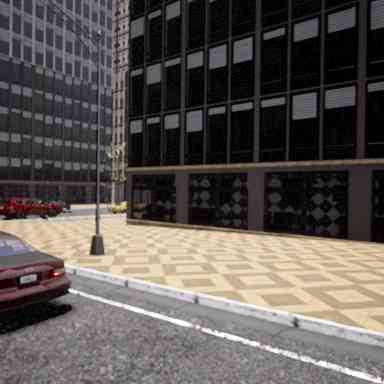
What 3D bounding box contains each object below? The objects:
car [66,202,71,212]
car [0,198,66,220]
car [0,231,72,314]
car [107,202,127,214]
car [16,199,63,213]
[{"bbox_3d":[-16.067,1.629,37.378,1.837,1.490,4.892,1,0,37],"label":"car"},{"bbox_3d":[-14.452,1.493,29.854,2.192,1.841,5.009,1,0,37],"label":"car"},{"bbox_3d":[-4.858,1.536,7.170,5.357,1.411,2.033,0,0,35],"label":"car"},{"bbox_3d":[-7.627,1.804,39.045,1.752,1.417,4.829,1,0,37],"label":"car"},{"bbox_3d":[-17.922,1.609,39.239,1.752,1.417,4.829,1,0,37],"label":"car"}]
